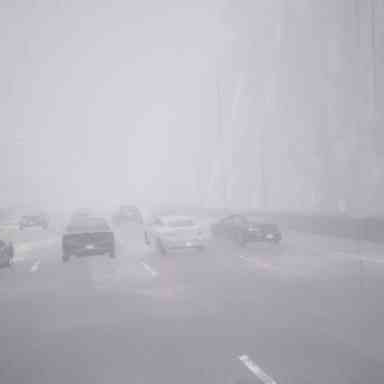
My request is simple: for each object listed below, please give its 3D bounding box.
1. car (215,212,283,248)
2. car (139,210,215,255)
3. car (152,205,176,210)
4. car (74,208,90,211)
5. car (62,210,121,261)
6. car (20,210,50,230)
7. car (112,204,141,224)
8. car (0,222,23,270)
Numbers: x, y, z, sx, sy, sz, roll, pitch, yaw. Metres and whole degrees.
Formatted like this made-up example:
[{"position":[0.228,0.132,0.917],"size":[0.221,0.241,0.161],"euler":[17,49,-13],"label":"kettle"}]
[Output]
[{"position":[2.443,1.658,15.722],"size":[1.812,1.442,4.674],"euler":[-1,0,-19],"label":"car"},{"position":[-0.856,1.739,14.556],"size":[1.812,1.442,4.674],"euler":[-1,0,-19],"label":"car"},{"position":[-2.463,1.890,29.844],"size":[1.812,1.442,4.674],"euler":[-1,0,-19],"label":"car"},{"position":[-9.077,2.054,27.557],"size":[1.812,1.442,4.674],"euler":[-1,0,-19],"label":"car"},{"position":[-4.332,1.783,13.907],"size":[1.882,1.535,5.008],"euler":[-1,0,-19],"label":"car"},{"position":[-12.383,2.136,26.408],"size":[1.812,1.442,4.674],"euler":[-1,0,-19],"label":"car"},{"position":[-5.535,1.789,27.995],"size":[2.097,1.767,4.553],"euler":[-1,0,-19],"label":"car"},{"position":[-6.559,1.873,9.575],"size":[2.033,1.411,5.357],"euler":[-1,-1,-19],"label":"car"}]
